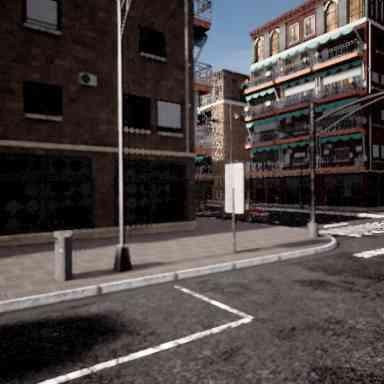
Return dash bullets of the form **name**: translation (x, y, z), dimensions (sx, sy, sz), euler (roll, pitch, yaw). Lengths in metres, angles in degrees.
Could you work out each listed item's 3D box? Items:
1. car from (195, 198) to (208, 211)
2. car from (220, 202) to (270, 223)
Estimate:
- **car**: translation (-0.308, 1.219, 34.276), dimensions (1.812, 1.442, 4.674), euler (-1, 1, -35)
- **car**: translation (3.706, 1.398, 23.999), dimensions (1.802, 1.307, 4.206), euler (0, 1, -35)
